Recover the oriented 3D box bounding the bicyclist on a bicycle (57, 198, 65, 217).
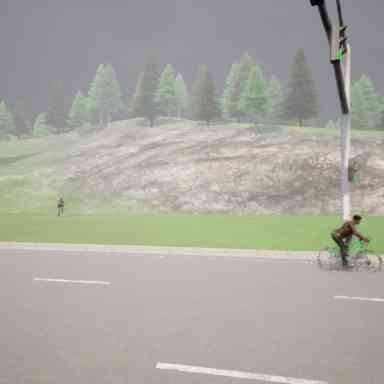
[{"bbox_3d":[-11.173,1.315,28.353,0.582,1.620,1.656,0,-2,-7],"label":"bicyclist on a bicycle"}]

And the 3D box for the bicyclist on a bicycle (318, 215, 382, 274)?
[{"bbox_3d":[4.412,1.455,9.292,1.656,1.620,0.582,2,1,15],"label":"bicyclist on a bicycle"}]
